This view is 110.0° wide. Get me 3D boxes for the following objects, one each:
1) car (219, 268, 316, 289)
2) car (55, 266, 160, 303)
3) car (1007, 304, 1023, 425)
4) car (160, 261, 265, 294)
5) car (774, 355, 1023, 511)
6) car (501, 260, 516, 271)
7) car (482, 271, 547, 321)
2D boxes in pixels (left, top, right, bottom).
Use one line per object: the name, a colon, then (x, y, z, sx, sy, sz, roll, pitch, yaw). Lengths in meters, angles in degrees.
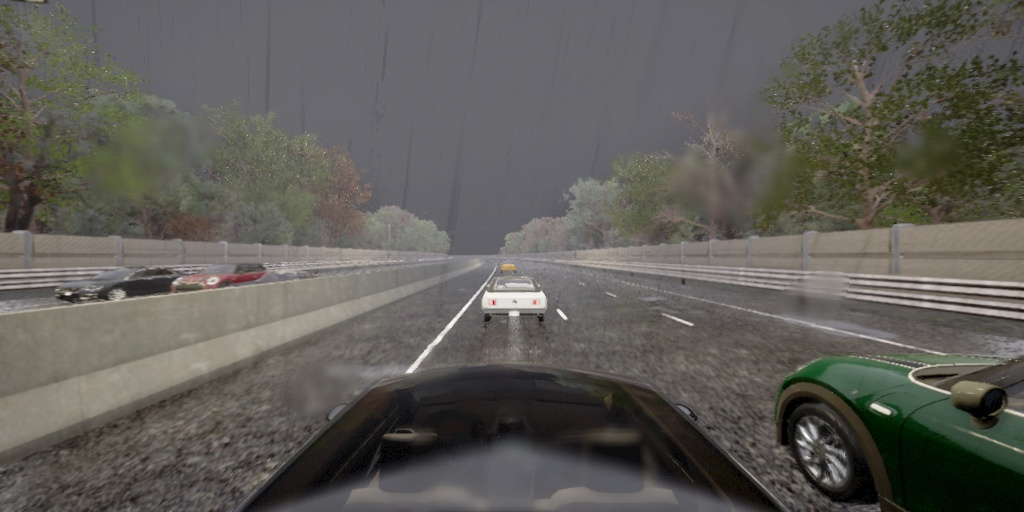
car: (-10.682, 1.358, 16.705, 1.895, 1.301, 4.718, 0, 0, -1)
car: (-17.683, 1.262, 16.687, 1.837, 1.490, 4.892, 0, 0, -1)
car: (7.096, 1.296, 1.720, 2.033, 1.411, 5.357, 0, 0, 0)
car: (-14.195, 1.109, 17.920, 2.097, 1.767, 4.553, 0, 0, -1)
car: (3.592, 1.102, 1.582, 2.097, 1.767, 4.553, 0, 0, 0)
car: (-0.458, 1.223, 44.685, 1.801, 1.575, 5.366, 0, 0, -1)
car: (0.052, 1.355, 12.420, 1.895, 1.301, 4.718, 0, 0, 0)
